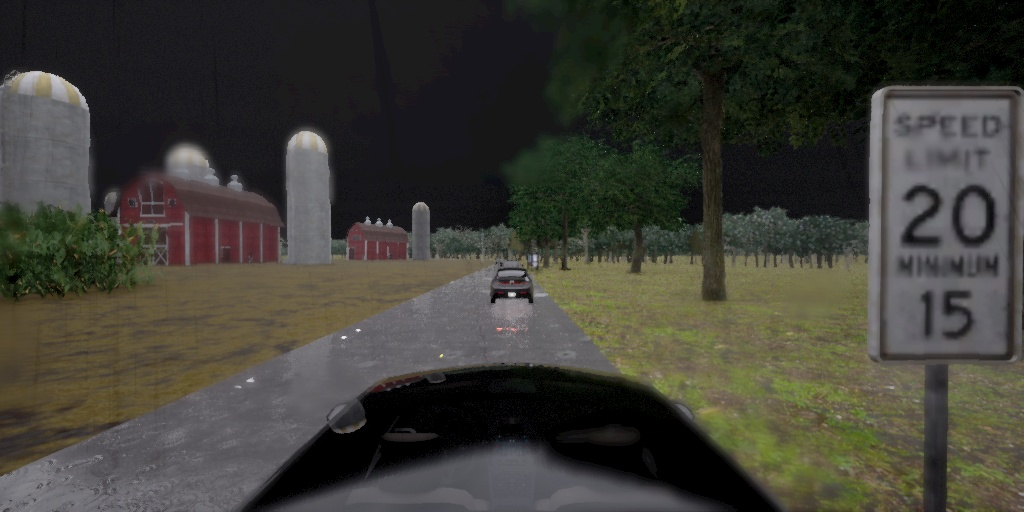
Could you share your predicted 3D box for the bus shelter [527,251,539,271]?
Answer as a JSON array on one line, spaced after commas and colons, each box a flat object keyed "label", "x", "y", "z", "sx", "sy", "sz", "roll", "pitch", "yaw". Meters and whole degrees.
[{"label": "bus shelter", "x": 3.125, "y": 0.655, "z": 51.795, "sx": 1.920, "sy": 2.740, "sz": 3.880, "roll": 0, "pitch": 0, "yaw": 0}]

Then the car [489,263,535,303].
[{"label": "car", "x": 0.000, "y": 1.264, "z": 16.502, "sx": 1.837, "sy": 1.490, "sz": 4.892, "roll": 0, "pitch": 0, "yaw": 0}]

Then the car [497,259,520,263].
[{"label": "car", "x": 0.000, "y": 1.121, "z": 31.474, "sx": 2.097, "sy": 1.767, "sz": 4.553, "roll": 0, "pitch": 0, "yaw": 0}]
